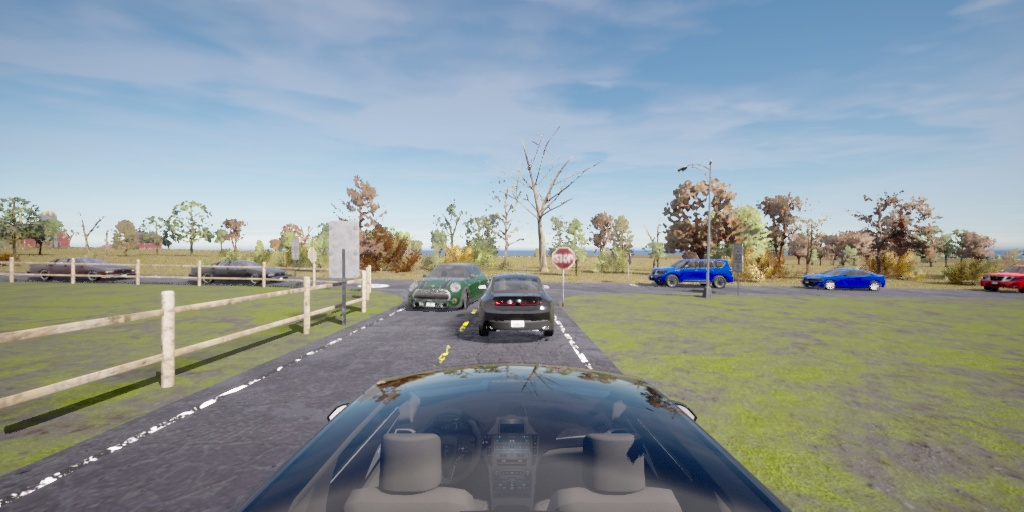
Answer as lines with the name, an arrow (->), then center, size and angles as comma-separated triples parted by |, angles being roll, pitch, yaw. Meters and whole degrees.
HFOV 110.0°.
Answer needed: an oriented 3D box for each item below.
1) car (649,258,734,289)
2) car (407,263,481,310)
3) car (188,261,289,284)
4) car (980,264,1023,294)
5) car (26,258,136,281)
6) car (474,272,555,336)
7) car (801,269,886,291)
car -> 12.830, 1.199, 25.791 | 5.566, 2.045, 2.150 | 1, 1, 0
car -> -2.451, 1.097, 14.653 | 2.097, 1.767, 4.553 | 0, 0, 10
car -> -17.427, 1.008, 22.953 | 5.357, 1.411, 2.033 | 1, 1, 0
car -> 37.362, 1.633, 25.683 | 5.566, 2.045, 2.150 | 1, 1, 0
car -> -27.495, 0.816, 22.988 | 5.357, 1.411, 2.033 | 1, 1, 0
car -> 0.076, 1.252, 10.339 | 1.837, 1.490, 4.892 | 0, 0, -1
car -> 23.701, 1.649, 25.744 | 5.008, 1.535, 1.882 | 1, 1, 0
